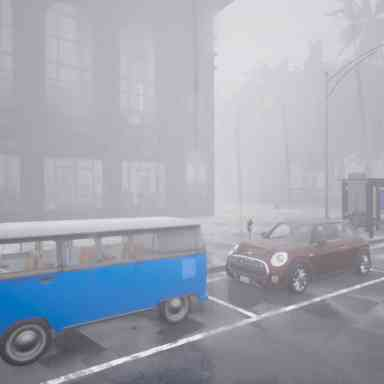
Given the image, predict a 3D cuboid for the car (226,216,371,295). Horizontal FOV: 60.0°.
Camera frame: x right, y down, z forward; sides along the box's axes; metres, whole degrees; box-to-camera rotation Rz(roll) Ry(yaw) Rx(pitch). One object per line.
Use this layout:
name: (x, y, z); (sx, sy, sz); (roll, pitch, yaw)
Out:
car: (2.803, 1.438, 8.641); (4.097, 1.590, 1.967); (0, 0, -35)

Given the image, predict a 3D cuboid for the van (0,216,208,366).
van: (-1.618, 1.341, 5.495); (3.998, 1.788, 1.690); (0, 0, -35)
